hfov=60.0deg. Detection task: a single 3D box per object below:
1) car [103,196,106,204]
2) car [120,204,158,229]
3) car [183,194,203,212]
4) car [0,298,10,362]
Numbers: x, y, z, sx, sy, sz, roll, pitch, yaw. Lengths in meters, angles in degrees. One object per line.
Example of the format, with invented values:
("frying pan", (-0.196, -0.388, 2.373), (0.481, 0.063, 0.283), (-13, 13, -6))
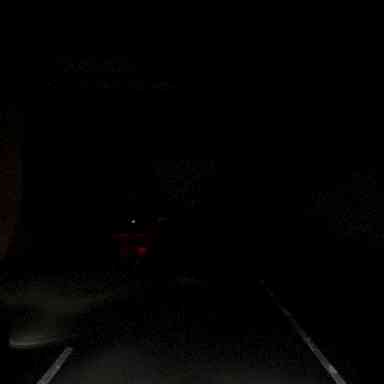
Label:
("car", (-14.052, 1.429, 53.102), (2.097, 1.767, 4.553), (0, 0, 0))
("car", (-3.394, 1.523, 21.765), (2.128, 1.511, 4.902), (0, 0, 0))
("car", (0.111, 1.279, 40.297), (2.150, 2.045, 5.566), (0, 0, 0))
("car", (-3.398, 1.356, 2.458), (2.097, 1.767, 4.553), (0, 0, 0))
